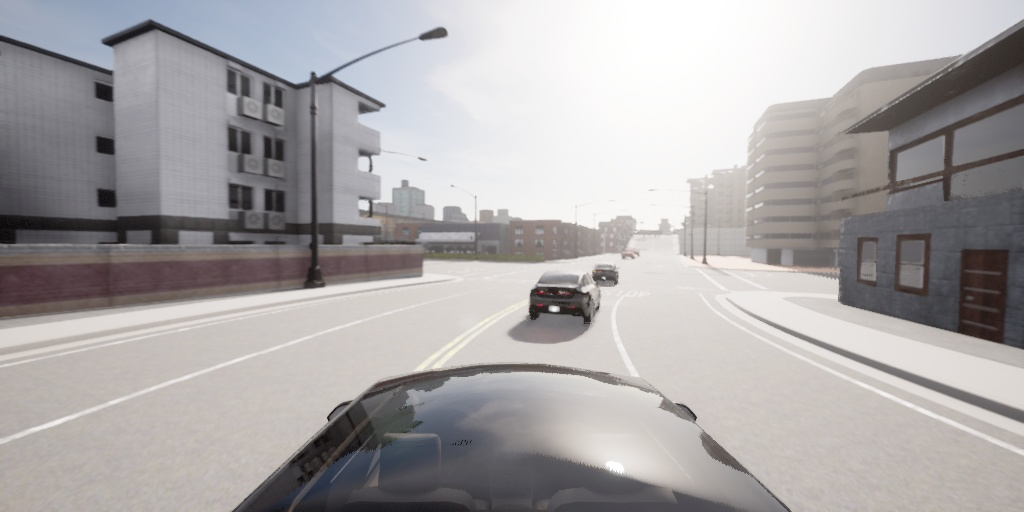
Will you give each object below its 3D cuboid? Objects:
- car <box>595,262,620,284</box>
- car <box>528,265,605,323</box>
[{"bbox_3d":[6.875,1.166,26.539,1.837,1.490,4.892,2,2,16],"label":"car"},{"bbox_3d":[1.912,1.203,12.088,1.837,1.490,4.892,1,0,18],"label":"car"}]
